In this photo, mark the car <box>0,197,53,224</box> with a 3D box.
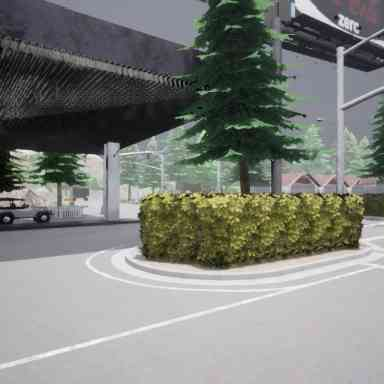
[{"bbox_3d":[-12.017,1.313,23.451,3.866,1.878,1.905,0,0,-36],"label":"car"}]
